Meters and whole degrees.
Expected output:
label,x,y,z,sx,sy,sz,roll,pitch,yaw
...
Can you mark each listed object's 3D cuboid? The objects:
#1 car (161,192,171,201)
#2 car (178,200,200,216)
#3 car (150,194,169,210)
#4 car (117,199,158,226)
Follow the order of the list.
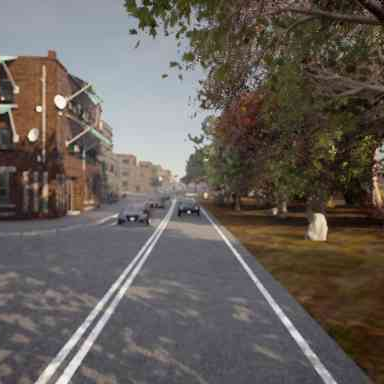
label,x,y,z,sx,sy,sz,roll,pitch,yaw
car,-4.581,0.775,56.873,1.837,1.490,4.892,0,1,-2
car,-0.309,1.349,29.723,1.895,1.301,4.718,0,1,-1
car,-3.940,1.214,36.446,1.994,1.385,4.181,0,1,-2
car,-3.590,1.400,21.836,1.994,1.385,4.181,0,1,-1
